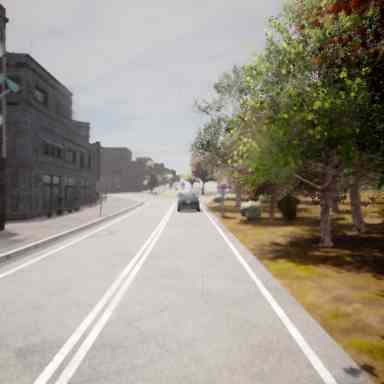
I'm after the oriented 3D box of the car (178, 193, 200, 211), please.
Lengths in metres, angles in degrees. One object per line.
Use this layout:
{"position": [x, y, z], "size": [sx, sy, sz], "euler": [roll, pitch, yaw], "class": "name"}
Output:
{"position": [-0.344, 0.830, 32.740], "size": [2.097, 1.767, 4.553], "euler": [0, 3, -1], "class": "car"}
